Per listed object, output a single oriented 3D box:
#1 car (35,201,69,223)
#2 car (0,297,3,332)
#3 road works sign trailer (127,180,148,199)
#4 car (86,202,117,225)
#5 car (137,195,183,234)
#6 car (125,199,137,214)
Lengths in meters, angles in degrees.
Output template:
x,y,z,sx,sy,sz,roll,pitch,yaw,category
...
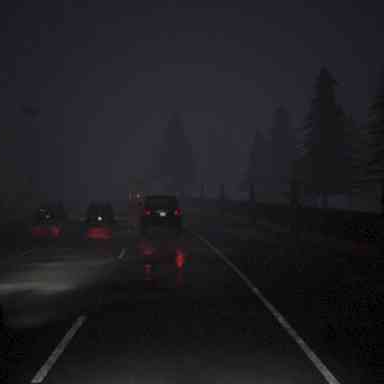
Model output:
x,y,z,sx,sy,sz,roll,pitch,yaw,category
-10.394,1.447,24.936,2.128,1.511,4.902,0,0,-14,car
-3.619,1.490,2.889,2.128,1.511,4.902,0,0,-2,car
-6.148,0.377,38.079,2.380,3.560,2.880,0,0,-1,road works sign trailer
-6.518,1.456,23.901,1.837,1.490,4.892,0,0,-13,car
-1.890,1.178,18.989,2.150,2.045,5.566,0,0,-10,car
-5.776,1.427,34.202,1.882,1.535,5.008,0,-2,-17,car
